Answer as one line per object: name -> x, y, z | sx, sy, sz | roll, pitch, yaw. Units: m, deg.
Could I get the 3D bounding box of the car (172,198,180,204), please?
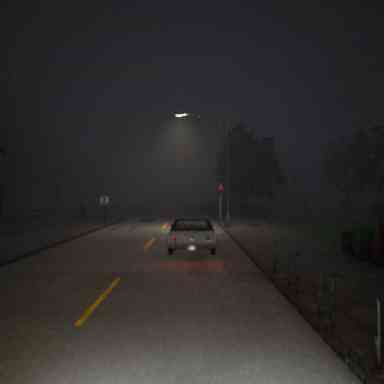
car -> -4.000, 2.314, 83.062 | 2.033, 1.411, 5.357 | 0, -1, 0

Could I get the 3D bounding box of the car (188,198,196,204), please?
car -> 0.000, 2.166, 81.096 | 1.895, 1.301, 4.718 | 0, -1, 0

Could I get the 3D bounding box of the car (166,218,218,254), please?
car -> 0.001, 1.733, 14.103 | 1.895, 1.301, 4.718 | 0, 0, 0
